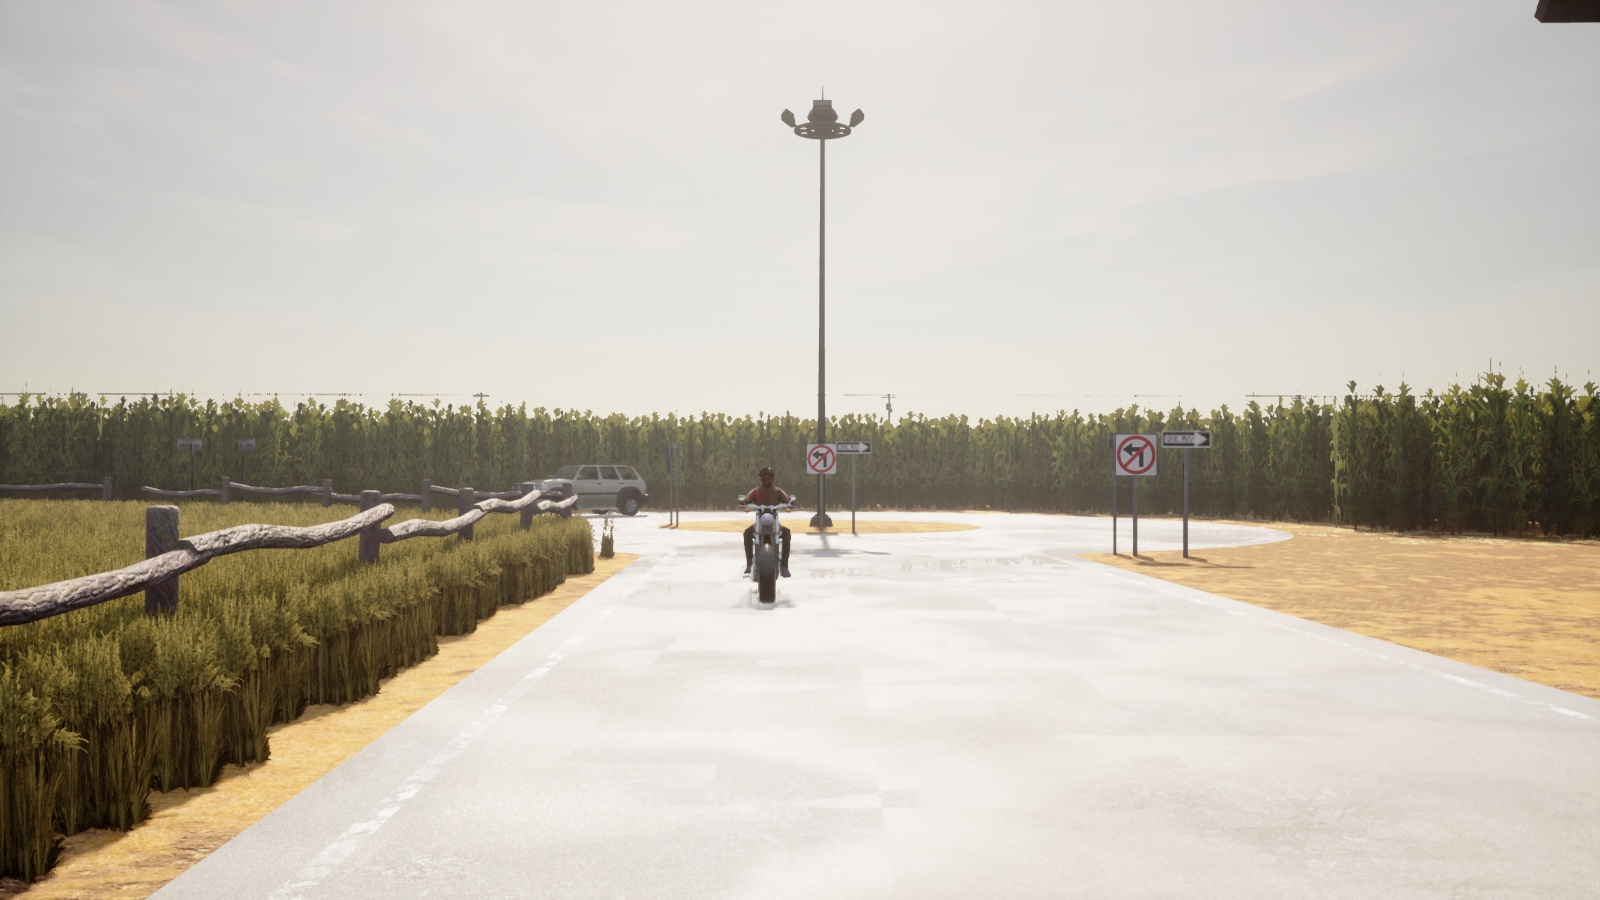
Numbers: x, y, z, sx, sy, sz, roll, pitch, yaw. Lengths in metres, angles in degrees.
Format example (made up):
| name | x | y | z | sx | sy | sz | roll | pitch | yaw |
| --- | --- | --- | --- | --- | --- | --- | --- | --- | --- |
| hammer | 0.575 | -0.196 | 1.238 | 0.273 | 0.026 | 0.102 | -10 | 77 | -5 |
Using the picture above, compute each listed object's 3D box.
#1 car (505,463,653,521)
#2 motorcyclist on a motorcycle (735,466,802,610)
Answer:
| name | x | y | z | sx | sy | sz | roll | pitch | yaw |
| --- | --- | --- | --- | --- | --- | --- | --- | --- | --- |
| car | -7.331 | 1.363 | 41.941 | 1.932 | 1.855 | 4.605 | -2 | -2 | 44 |
| motorcyclist on a motorcycle | -0.399 | 1.028 | 15.597 | 0.766 | 1.649 | 2.350 | 0 | -1 | -2 |
